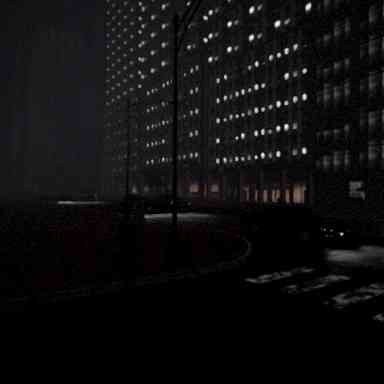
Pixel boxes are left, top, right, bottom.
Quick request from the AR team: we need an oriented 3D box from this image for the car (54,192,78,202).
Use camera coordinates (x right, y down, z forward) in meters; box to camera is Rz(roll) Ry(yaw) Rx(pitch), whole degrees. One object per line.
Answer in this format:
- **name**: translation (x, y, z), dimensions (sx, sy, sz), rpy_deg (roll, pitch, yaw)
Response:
- **car**: translation (-18.758, 0.701, 48.758), dimensions (1.994, 1.385, 4.181), rpy_deg (1, 0, -35)

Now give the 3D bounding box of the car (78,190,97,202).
- **car**: translation (-16.032, 0.517, 50.536), dimensions (2.097, 1.767, 4.553), rpy_deg (1, 1, -34)

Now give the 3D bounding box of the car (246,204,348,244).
- **car**: translation (4.575, 1.338, 15.188), dimensions (1.837, 1.490, 4.892), rpy_deg (1, 2, -35)

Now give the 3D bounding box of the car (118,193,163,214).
- **car**: translation (-4.765, 1.036, 28.561), dimensions (1.837, 1.490, 4.892), rpy_deg (1, 1, -35)

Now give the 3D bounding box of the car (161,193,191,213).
- **car**: translation (-2.033, 0.913, 30.329), dimensions (2.097, 1.767, 4.553), rpy_deg (1, 1, -35)
